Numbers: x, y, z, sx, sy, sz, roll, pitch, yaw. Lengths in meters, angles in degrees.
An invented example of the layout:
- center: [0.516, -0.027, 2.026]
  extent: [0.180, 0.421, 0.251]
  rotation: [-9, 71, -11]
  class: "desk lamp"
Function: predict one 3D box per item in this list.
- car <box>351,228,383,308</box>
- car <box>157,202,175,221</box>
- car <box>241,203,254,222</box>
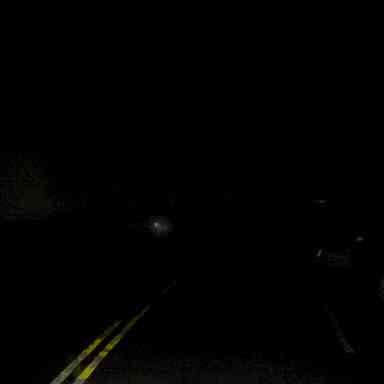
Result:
- center: [4.985, 1.512, 7.546]
  extent: [1.882, 1.535, 5.008]
  rotation: [0, 0, 16]
  class: "car"
- center: [-0.639, 1.346, 26.248]
  extent: [2.097, 1.767, 4.553]
  rotation: [1, 0, 40]
  class: "car"
- center: [2.782, 1.510, 24.996]
  extent: [2.128, 1.511, 4.902]
  rotation: [0, 0, 41]
  class: "car"
